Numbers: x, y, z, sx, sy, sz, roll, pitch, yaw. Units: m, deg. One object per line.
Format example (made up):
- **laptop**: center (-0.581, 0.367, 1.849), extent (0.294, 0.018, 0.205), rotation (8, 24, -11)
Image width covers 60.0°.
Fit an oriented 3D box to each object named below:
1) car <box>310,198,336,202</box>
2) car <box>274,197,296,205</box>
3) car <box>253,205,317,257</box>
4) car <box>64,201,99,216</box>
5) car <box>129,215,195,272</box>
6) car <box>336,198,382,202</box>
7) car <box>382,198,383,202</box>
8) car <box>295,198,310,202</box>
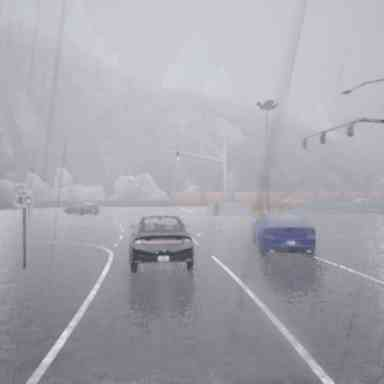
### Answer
- **car**: center (19.790, 1.549, 46.712), extent (4.902, 1.511, 2.128), rotation (0, 0, -9)
- **car**: center (15.580, 1.556, 53.102), extent (5.008, 1.535, 1.882), rotation (0, 0, -9)
- **car**: center (3.513, 1.503, 13.235), extent (1.882, 1.535, 5.008), rotation (-1, 0, 7)
- **car**: center (-11.041, 1.626, 33.365), extent (1.812, 1.442, 4.674), rotation (1, -1, -45)
- **car**: center (-1.050, 1.522, 11.021), extent (2.128, 1.511, 4.902), rotation (0, 0, -7)
- **car**: center (21.819, 1.570, 43.502), extent (4.674, 1.442, 1.812), rotation (0, 0, -9)
- **car**: center (31.584, 1.612, 55.723), extent (4.181, 1.385, 1.994), rotation (0, 0, -9)
- **car**: center (18.502, 1.591, 50.039), extent (4.674, 1.442, 1.812), rotation (0, 0, -9)
